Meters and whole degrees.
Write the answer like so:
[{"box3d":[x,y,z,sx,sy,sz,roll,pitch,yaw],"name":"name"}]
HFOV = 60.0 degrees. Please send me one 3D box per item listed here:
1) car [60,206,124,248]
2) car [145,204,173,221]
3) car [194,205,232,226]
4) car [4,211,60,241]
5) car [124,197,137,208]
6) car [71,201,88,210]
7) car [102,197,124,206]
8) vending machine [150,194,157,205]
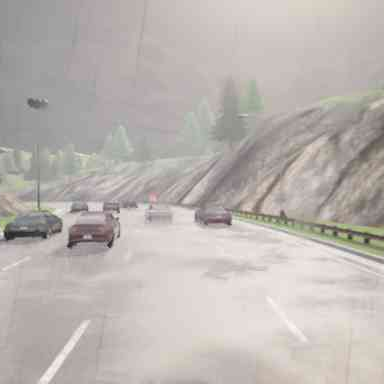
[{"box3d":[-4.343,1.591,15.185,1.812,1.442,4.674,0,0,-7],"name":"car"},{"box3d":[-2.838,1.670,27.647,1.895,1.301,4.718,-1,0,-13],"name":"car"},{"box3d":[1.410,1.586,23.822,1.994,1.385,4.181,0,0,-10],"name":"car"},{"box3d":[-8.229,1.672,17.683,1.994,1.385,4.181,0,0,-8],"name":"car"},{"box3d":[-9.828,1.525,50.479,2.097,1.767,4.553,-1,0,-23],"name":"car"},{"box3d":[-13.909,1.763,41.141,1.994,1.385,4.181,0,0,-19],"name":"car"},{"box3d":[-9.730,1.647,39.753,2.128,1.511,4.902,0,0,-17],"name":"car"},{"box3d":[-7.153,1.359,61.996,1.100,2.100,0.880,-1,0,-30],"name":"vending machine"}]
